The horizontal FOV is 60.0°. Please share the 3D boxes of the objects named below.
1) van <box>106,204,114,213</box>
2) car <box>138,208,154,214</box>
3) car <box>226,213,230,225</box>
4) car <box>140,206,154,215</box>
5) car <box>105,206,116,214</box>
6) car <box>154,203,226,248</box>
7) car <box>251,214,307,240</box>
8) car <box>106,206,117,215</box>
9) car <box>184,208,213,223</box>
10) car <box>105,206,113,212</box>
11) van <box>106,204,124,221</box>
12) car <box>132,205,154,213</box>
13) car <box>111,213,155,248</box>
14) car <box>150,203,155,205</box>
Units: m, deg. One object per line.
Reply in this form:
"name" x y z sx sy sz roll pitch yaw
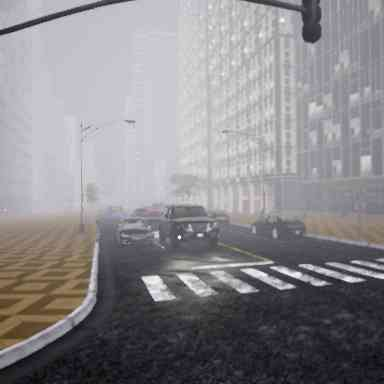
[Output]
"van" -17.751 3.562 71.866 1.690 1.788 3.998 -1 -1 -15
"car" -2.946 2.304 27.167 1.994 1.385 4.181 0 -2 -15
"car" 2.093 2.326 30.634 1.947 1.339 4.313 -1 -1 -15
"car" -7.698 3.136 56.560 1.837 1.490 4.892 0 -2 -15
"car" -16.276 3.587 66.435 1.887 1.381 4.507 -1 -1 -15
"car" -0.350 1.659 17.523 2.150 2.045 5.566 0 -2 -15
"car" 5.029 1.970 19.779 2.008 1.369 4.403 -1 -1 -15
"car" -14.764 3.385 60.845 1.752 1.417 4.829 -1 -1 -15
"car" 0.624 2.498 36.062 1.947 1.339 4.313 -1 -1 -15
"car" -20.681 4.123 82.716 1.887 1.381 4.507 -1 -1 -15
"van" -8.940 2.506 39.304 1.690 1.788 3.998 -1 -1 -15
"car" -5.577 2.552 36.892 1.837 1.490 4.892 0 -2 -15
"car" -3.059 2.030 17.588 2.008 1.369 4.403 -1 -1 -15
"car" -4.893 2.521 46.313 2.150 2.045 5.566 0 -2 -15
